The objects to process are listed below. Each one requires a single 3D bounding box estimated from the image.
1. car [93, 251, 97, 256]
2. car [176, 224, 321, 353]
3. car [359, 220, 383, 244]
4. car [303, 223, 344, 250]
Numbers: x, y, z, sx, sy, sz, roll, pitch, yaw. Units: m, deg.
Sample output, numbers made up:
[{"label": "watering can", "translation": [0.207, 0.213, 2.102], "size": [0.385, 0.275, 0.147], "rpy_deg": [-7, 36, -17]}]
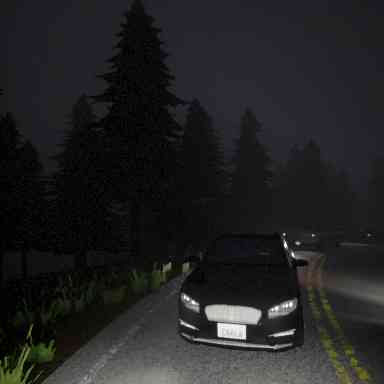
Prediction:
[{"label": "car", "translation": [-20.290, 13.650, 72.955], "size": [4.181, 1.381, 1.994], "rpy_deg": [-2, -5, 31]}, {"label": "car", "translation": [1.130, 1.561, 6.594], "size": [2.128, 1.511, 4.902], "rpy_deg": [-1, -2, 15]}, {"label": "car", "translation": [15.793, 3.221, 26.442], "size": [5.566, 2.045, 2.150], "rpy_deg": [8, -8, -28]}, {"label": "car", "translation": [6.473, 2.306, 17.663], "size": [1.895, 1.301, 4.718], "rpy_deg": [-3, -6, 39]}]
